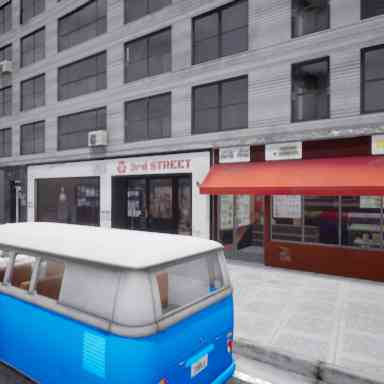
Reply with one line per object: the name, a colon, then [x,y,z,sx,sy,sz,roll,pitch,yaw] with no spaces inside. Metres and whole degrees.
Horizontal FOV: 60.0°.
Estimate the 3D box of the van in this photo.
van: [-1.434,1.341,4.110,3.998,1.788,1.690,0,0,36]
